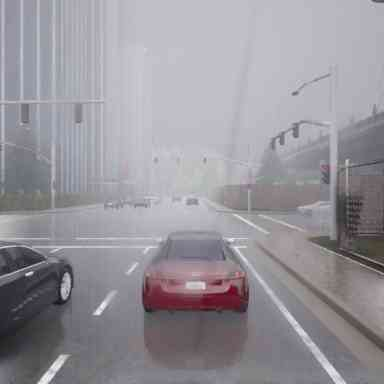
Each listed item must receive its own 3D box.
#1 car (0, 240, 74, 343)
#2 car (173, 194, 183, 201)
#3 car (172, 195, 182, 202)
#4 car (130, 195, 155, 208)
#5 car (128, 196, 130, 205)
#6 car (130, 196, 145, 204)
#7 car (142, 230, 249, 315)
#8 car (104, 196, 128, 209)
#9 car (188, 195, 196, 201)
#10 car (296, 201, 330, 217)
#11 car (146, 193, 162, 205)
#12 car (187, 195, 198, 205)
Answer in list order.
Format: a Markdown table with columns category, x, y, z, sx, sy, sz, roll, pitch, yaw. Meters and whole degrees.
| category | x | y | z | sx | sy | sz | roll | pitch | yaw |
| --- | --- | --- | --- | --- | --- | --- | --- | --- | --- |
| car | -3.443 | 1.505 | 5.217 | 1.837 | 1.490 | 4.892 | 0 | 0 | 0 |
| car | -3.514 | 1.386 | 84.688 | 2.128 | 1.511 | 4.902 | 0 | 0 | 0 |
| car | -3.512 | 1.495 | 74.264 | 1.837 | 1.490 | 4.892 | 0 | 0 | 0 |
| car | -7.096 | 1.547 | 47.973 | 2.033 | 1.411 | 5.357 | 0 | 0 | 0 |
| car | -10.593 | 1.505 | 54.592 | 1.837 | 1.490 | 4.892 | 0 | 0 | 0 |
| car | -10.543 | 1.547 | 64.908 | 2.033 | 1.411 | 5.357 | 0 | 0 | 1 |
| car | 0.070 | 1.564 | 7.673 | 1.994 | 1.385 | 4.181 | 0 | 0 | 0 |
| car | -10.600 | 1.492 | 45.348 | 2.128 | 1.511 | 4.902 | 0 | 0 | 0 |
| car | -0.014 | 1.478 | 85.217 | 1.882 | 1.535 | 5.008 | 0 | 0 | 0 |
| car | 12.362 | 1.581 | 31.777 | 4.674 | 1.442 | 1.812 | 0 | 0 | -3 |
| car | -7.084 | 1.221 | 58.163 | 2.150 | 2.045 | 5.566 | 0 | 0 | 1 |
| car | 0.077 | 1.477 | 58.081 | 1.882 | 1.535 | 5.008 | 0 | 0 | 0 |
